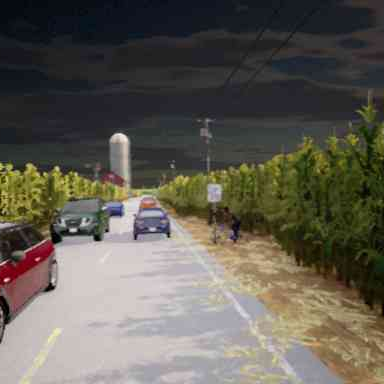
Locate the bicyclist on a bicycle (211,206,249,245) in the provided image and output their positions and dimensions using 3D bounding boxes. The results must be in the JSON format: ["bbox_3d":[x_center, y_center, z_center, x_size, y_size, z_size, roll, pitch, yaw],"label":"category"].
[{"bbox_3d":[1.615,1.441,14.113,1.656,1.620,0.582,0,0,-8],"label":"bicyclist on a bicycle"}]

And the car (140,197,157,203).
[{"bbox_3d":[-5.514,1.415,42.210,2.097,1.767,4.553,-1,0,-7],"label":"car"}]

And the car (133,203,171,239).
[{"bbox_3d":[-2.135,1.548,17.571,1.812,1.442,4.674,-1,0,-8],"label":"car"}]

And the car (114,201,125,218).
[{"bbox_3d":[-7.462,1.601,31.641,1.882,1.535,5.008,-1,0,-7],"label":"car"}]

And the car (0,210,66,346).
[{"bbox_3d":[-4.020,1.434,6.046,2.097,1.767,4.553,-1,0,-8],"label":"car"}]

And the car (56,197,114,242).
[{"bbox_3d":[-5.521,1.324,17.110,2.150,2.045,5.566,-1,0,-8],"label":"car"}]
